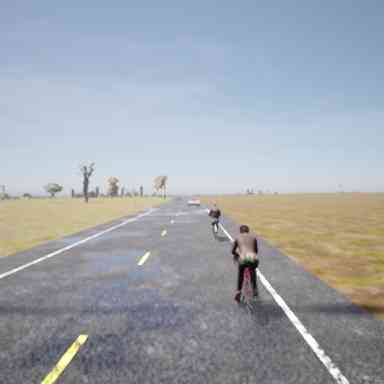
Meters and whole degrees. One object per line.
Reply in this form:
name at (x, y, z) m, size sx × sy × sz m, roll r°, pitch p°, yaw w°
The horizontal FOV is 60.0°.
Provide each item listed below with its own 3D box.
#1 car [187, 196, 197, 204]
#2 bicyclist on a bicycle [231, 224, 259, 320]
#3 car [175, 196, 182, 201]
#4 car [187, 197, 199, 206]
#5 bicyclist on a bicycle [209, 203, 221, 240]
car at (0.021, 1.768, 73.761) m, size 2.128 × 1.511 × 4.902 m, roll 0°, pitch 0°, yaw -1°
bicyclist on a bicycle at (1.034, 1.467, 6.408) m, size 0.582 × 1.620 × 1.656 m, roll 0°, pitch 0°, yaw 1°
car at (-3.832, 1.892, 95.428) m, size 2.033 × 1.411 × 5.357 m, roll 0°, pitch 0°, yaw -1°
car at (0.276, 1.771, 56.970) m, size 1.895 × 1.301 × 4.718 m, roll 0°, pitch 0°, yaw 0°
bicyclist on a bicycle at (1.116, 1.409, 16.277) m, size 0.659 × 1.776 × 1.843 m, roll 0°, pitch 0°, yaw 0°
